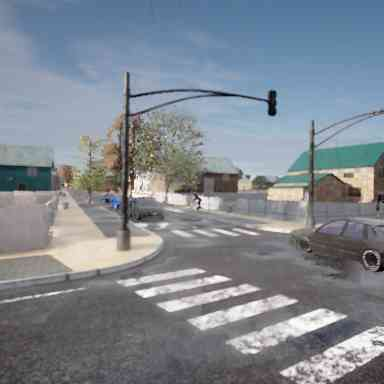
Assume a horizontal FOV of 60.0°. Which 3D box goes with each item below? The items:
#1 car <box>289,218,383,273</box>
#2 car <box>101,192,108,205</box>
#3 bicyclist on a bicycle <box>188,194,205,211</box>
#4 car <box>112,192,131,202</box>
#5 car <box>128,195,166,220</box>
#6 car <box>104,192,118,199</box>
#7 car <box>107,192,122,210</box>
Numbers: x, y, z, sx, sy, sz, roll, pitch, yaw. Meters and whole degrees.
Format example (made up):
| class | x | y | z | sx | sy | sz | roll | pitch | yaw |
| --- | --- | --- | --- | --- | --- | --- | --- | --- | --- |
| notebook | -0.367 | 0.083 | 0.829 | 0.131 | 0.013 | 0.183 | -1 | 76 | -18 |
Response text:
| class | x | y | z | sx | sy | sz | roll | pitch | yaw |
| --- | --- | --- | --- | --- | --- | --- | --- | --- | --- |
| car | 5.404 | 1.550 | 10.810 | 2.033 | 1.411 | 5.357 | 0 | 0 | -19 |
| car | -10.454 | 0.905 | 42.280 | 1.895 | 1.301 | 4.718 | 1 | 1 | -21 |
| bicyclist on a bicycle | 0.431 | 0.972 | 30.447 | 1.656 | 1.620 | 0.582 | 1 | 0 | -21 |
| car | -11.201 | 0.748 | 52.328 | 2.033 | 1.411 | 5.357 | 1 | 1 | -22 |
| car | -3.293 | 1.138 | 23.830 | 1.837 | 1.490 | 4.892 | 1 | 1 | -21 |
| car | -15.031 | 0.622 | 61.921 | 1.895 | 1.301 | 4.718 | 1 | 1 | -21 |
| car | -6.876 | 0.947 | 33.056 | 1.882 | 1.535 | 5.008 | 1 | 1 | -21 |
